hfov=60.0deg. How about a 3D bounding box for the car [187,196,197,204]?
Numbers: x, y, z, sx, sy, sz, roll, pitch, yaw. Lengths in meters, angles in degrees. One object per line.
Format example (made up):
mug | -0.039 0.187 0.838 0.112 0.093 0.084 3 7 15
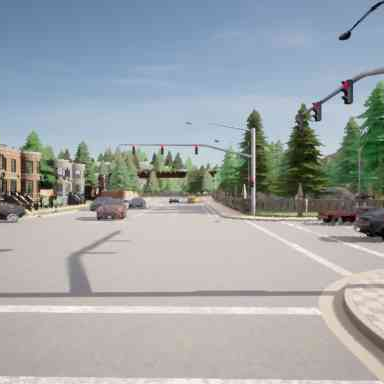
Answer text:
car | 0.051 1.477 64.944 1.882 1.535 5.008 0 0 0

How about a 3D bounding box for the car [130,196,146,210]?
car | -7.119 1.505 43.402 1.837 1.490 4.892 0 0 0

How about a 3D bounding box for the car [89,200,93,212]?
car | -10.623 1.352 39.528 2.097 1.767 4.553 0 0 0

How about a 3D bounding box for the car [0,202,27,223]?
car | -14.618 1.491 23.984 4.902 1.511 2.128 0 1 -34

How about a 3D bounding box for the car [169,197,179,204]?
car | -3.450 1.601 65.232 1.895 1.301 4.718 0 0 0

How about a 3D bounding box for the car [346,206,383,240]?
car | 10.244 1.505 15.671 4.892 1.490 1.837 0 0 1

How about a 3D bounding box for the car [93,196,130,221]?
car | -6.593 1.352 27.590 2.097 1.767 4.553 0 0 -8

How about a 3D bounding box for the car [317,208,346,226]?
car | 11.171 1.601 22.914 4.718 1.301 1.895 0 0 2

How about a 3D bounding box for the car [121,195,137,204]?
car | -10.543 1.242 55.658 1.812 1.442 4.674 0 0 0
